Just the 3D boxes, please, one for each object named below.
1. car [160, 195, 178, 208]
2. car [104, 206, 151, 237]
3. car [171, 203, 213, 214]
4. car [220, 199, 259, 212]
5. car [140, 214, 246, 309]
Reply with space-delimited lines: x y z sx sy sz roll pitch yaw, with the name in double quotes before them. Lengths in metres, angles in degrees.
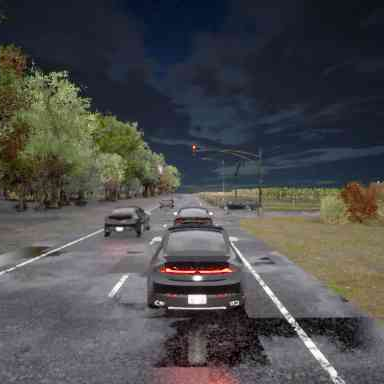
"car" -3.512 1.498 47.570 2.128 1.511 4.902 0 0 0
"car" -3.441 1.508 18.186 1.837 1.490 4.892 0 0 0
"car" 0.063 1.482 17.100 1.882 1.535 5.008 0 0 0
"car" 5.977 1.664 42.047 4.892 1.490 1.837 1 0 27
"car" 0.081 1.507 7.855 1.837 1.490 4.892 0 0 0
